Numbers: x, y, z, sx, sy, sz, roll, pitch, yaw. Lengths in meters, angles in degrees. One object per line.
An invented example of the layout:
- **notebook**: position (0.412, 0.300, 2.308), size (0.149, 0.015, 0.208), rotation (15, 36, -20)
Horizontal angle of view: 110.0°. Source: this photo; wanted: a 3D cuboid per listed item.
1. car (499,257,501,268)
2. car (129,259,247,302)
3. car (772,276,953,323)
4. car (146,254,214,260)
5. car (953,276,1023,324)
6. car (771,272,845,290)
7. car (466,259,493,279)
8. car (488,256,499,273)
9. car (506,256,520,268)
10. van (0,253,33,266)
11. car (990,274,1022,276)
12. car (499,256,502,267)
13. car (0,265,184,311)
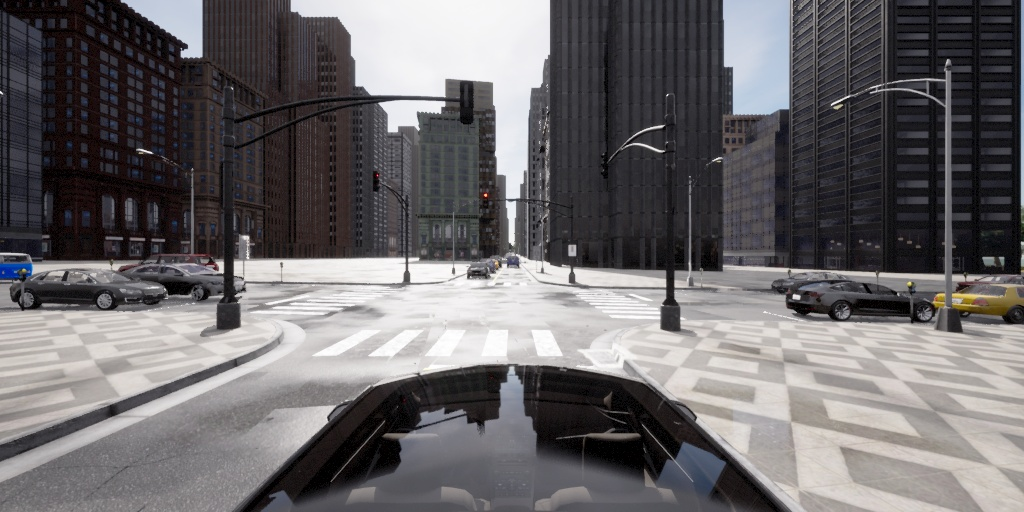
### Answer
- **car**: position (-3.013, 1.228, 52.476), size (1.882, 1.535, 5.008), rotation (0, 0, 0)
- **car**: position (-14.136, 1.065, 15.373), size (4.902, 1.511, 2.128), rotation (1, 0, 1)
- **car**: position (12.143, 1.524, 12.678), size (4.313, 1.339, 1.948), rotation (0, 0, 0)
- **car**: position (-20.197, 0.799, 21.164), size (5.009, 1.841, 2.192), rotation (0, 0, 0)
- **car**: position (17.956, 1.571, 12.668), size (4.829, 1.417, 1.751), rotation (0, 0, 0)
- **car**: position (17.809, 1.591, 21.193), size (4.403, 1.370, 2.007), rotation (0, 0, 0)
- **car**: position (-3.052, 1.255, 33.224), size (1.837, 1.490, 4.892), rotation (0, 0, 0)
- **car**: position (-3.035, 1.102, 42.277), size (2.097, 1.767, 4.553), rotation (0, 0, 0)
- **car**: position (0.192, 0.973, 62.692), size (2.150, 2.045, 5.566), rotation (0, 0, 0)
- **van**: position (-31.116, 0.680, 21.183), size (3.998, 1.789, 1.690), rotation (0, 0, 0)
- **car**: position (29.095, 1.766, 21.174), size (4.507, 1.381, 1.888), rotation (0, 0, 0)
- **car**: position (-2.949, 0.973, 63.177), size (2.150, 2.045, 5.566), rotation (0, 0, 1)
- **car**: position (-14.764, 1.116, 12.629), size (4.403, 1.370, 2.007), rotation (0, 0, 0)
